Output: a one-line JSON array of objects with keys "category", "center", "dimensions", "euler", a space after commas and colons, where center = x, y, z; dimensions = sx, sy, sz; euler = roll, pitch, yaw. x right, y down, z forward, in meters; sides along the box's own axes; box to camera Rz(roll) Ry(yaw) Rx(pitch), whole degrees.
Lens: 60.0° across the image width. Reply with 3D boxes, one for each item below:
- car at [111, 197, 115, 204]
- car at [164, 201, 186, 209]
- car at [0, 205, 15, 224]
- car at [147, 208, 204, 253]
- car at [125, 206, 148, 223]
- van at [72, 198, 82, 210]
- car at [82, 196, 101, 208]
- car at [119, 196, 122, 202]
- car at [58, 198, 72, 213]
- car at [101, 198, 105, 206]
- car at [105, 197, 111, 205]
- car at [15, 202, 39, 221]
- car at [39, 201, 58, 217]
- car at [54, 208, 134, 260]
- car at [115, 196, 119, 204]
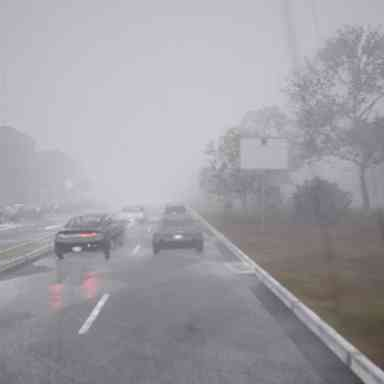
[{"category": "car", "center": [-19.760, 2.040, 76.357], "dimensions": [2.185, 1.767, 4.553], "euler": [-2, 0, -3]}, {"category": "car", "center": [-1.535, 1.586, 30.286], "dimensions": [1.882, 1.535, 5.008], "euler": [-2, 0, -3]}, {"category": "car", "center": [-16.807, 1.967, 26.820], "dimensions": [2.231, 1.521, 4.892], "euler": [-2, 0, -3]}, {"category": "car", "center": [-0.615, 1.612, 14.116], "dimensions": [1.994, 1.385, 4.181], "euler": [-2, 0, -3]}, {"category": "car", "center": [-4.608, 1.786, 26.898], "dimensions": [1.895, 1.301, 4.718], "euler": [-2, 0, -3]}, {"category": "van", "center": [-18.112, 1.828, 48.634], "dimensions": [1.878, 1.987, 4.442], "euler": [-2, 0, -3]}, {"category": "car", "center": [-18.782, 1.848, 59.878], "dimensions": [2.435, 2.045, 5.566], "euler": [-2, 0, -3]}, {"category": "car", "center": [-20.418, 2.251, 87.484], "dimensions": [2.002, 1.452, 4.674], "euler": [-2, 0, -3]}, {"category": "car", "center": [-17.790, 1.907, 43.265], "dimensions": [2.185, 1.767, 4.553], "euler": [-2, 0, -3]}, {"category": "car", "center": [-19.099, 2.121, 65.301], "dimensions": [2.097, 1.535, 5.008], "euler": [-2, 0, -3]}, {"category": "car", "center": [-19.427, 2.144, 70.817], "dimensions": [2.231, 1.521, 4.892], "euler": [-2, 0, -3]}, {"category": "car", "center": [-17.135, 2.028, 32.331], "dimensions": [2.002, 1.452, 4.674], "euler": [-2, 0, -3]}, {"category": "car", "center": [-17.462, 1.884, 37.751], "dimensions": [2.185, 1.767, 4.553], "euler": [-2, 0, -3]}, {"category": "car", "center": [-3.818, 1.625, 13.109], "dimensions": [2.128, 1.511, 4.902], "euler": [-2, 0, -3]}, {"category": "car", "center": [-20.088, 2.062, 81.873], "dimensions": [2.185, 1.767, 4.553], "euler": [-2, 0, -3]}]
